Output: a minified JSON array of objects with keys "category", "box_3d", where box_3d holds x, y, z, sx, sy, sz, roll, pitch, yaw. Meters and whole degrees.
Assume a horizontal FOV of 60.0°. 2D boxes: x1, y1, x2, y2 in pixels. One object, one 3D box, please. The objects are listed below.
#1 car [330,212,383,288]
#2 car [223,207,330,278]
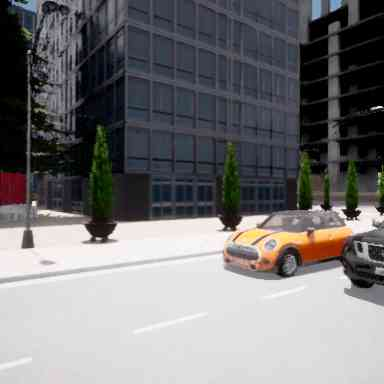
[{"category":"car","box_3d":[6.091,1.272,8.243,5.566,2.045,2.150,1,0,-35]},{"category":"car","box_3d":[3.152,1.395,10.461,4.553,1.767,2.097,0,0,-35]}]
